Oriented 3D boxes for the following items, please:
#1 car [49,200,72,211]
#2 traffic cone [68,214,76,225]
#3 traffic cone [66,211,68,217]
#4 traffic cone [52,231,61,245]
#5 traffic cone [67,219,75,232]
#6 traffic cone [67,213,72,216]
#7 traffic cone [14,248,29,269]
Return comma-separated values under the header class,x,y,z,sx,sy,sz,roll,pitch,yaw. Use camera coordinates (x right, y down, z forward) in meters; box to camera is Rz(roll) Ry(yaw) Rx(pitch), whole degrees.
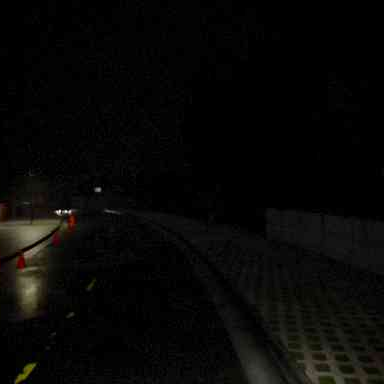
class,x,y,z,sx,sy,sz,roll,pitch,yaw
car,-18.302,1.825,46.217,1.994,1.385,4.181,0,0,-39
traffic cone,-8.697,2.095,24.307,0.340,0.580,0.340,0,0,-19
traffic cone,-12.429,2.145,33.247,0.340,0.580,0.340,0,0,-26
traffic cone,-6.098,2.044,14.975,0.340,0.580,0.340,0,0,-12
traffic cone,-7.253,2.069,19.681,0.340,0.580,0.340,0,0,-16
traffic cone,-10.424,2.120,28.834,0.340,0.580,0.340,0,0,-23
traffic cone,-5.236,2.020,10.207,0.340,0.580,0.340,0,0,-8
